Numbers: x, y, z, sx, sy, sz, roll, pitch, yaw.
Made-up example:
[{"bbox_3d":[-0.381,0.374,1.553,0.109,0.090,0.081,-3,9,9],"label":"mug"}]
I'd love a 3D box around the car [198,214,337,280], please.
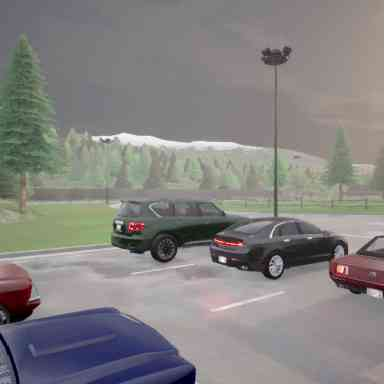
[{"bbox_3d":[2.774,1.505,10.036,4.892,1.490,1.837,0,0,-35],"label":"car"}]

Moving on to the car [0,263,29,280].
[{"bbox_3d":[-4.761,1.601,4.652,4.718,1.301,1.895,0,0,-35],"label":"car"}]

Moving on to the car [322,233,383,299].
[{"bbox_3d":[5.236,1.601,7.487,4.718,1.301,1.895,0,0,-35],"label":"car"}]

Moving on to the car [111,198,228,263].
[{"bbox_3d":[-0.162,1.221,12.250,5.566,2.045,2.150,0,0,-35],"label":"car"}]

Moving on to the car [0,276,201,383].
[{"bbox_3d":[-2.217,1.601,2.166,4.718,1.301,1.895,0,0,-35],"label":"car"}]
